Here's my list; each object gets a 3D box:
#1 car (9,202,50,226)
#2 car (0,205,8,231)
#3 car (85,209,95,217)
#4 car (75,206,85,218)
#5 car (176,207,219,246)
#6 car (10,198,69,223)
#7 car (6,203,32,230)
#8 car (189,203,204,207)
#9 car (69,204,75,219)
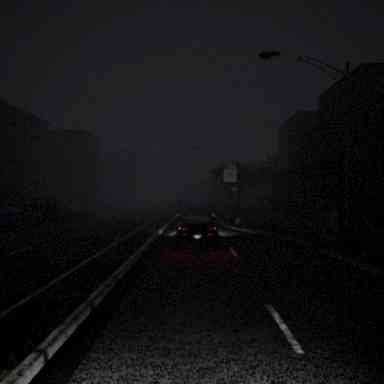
[{"bbox_3d":[-13.001,1.677,23.175,5.008,1.535,2.097,0,-1,0],"label":"car"},{"bbox_3d":[-13.003,1.603,17.663,4.892,1.521,2.231,0,-1,0],"label":"car"},{"bbox_3d":[-12.807,1.868,34.198,5.366,1.575,1.946,0,-1,0],"label":"car"},{"bbox_3d":[-12.997,1.857,31.440,4.674,1.452,2.002,0,-1,0],"label":"car"},{"bbox_3d":[0.243,1.632,15.651,1.812,1.442,4.674,0,-1,1],"label":"car"},{"bbox_3d":[-13.024,1.469,25.935,5.566,2.045,2.435,0,-1,0],"label":"car"},{"bbox_3d":[-12.992,1.638,20.419,5.008,1.535,2.097,0,-1,0],"label":"car"},{"bbox_3d":[0.458,1.871,33.422,1.882,1.535,5.008,0,-1,1],"label":"car"},{"bbox_3d":[-12.963,1.641,28.688,4.553,1.767,2.185,0,-1,0],"label":"car"}]
